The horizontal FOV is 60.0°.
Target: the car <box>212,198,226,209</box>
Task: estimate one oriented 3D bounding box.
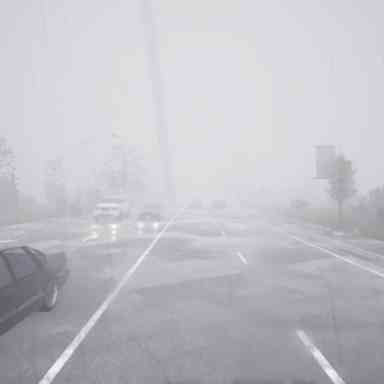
[{"bbox_3d":[3.961,1.724,48.942,1.882,1.535,5.008,0,0,2],"label":"car"}]

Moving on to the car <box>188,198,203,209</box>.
[{"bbox_3d":[0.476,1.814,49.446,1.994,1.385,4.181,0,0,2],"label":"car"}]

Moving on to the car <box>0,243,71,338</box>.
[{"bbox_3d":[-3.594,1.574,5.111,2.033,1.411,5.357,0,0,0],"label":"car"}]

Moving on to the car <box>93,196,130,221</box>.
[{"bbox_3d":[-6.945,1.355,29.407,2.150,2.045,5.566,0,0,1],"label":"car"}]

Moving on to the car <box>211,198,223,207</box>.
[{"bbox_3d":[4.416,1.776,59.177,1.882,1.535,5.008,0,0,3],"label":"car"}]

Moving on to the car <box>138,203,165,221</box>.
[{"bbox_3d":[-3.445,1.696,29.435,2.033,1.411,5.357,0,0,1],"label":"car"}]

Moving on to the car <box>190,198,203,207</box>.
[{"bbox_3d":[0.922,1.791,59.383,2.128,1.511,4.902,0,0,3],"label":"car"}]
